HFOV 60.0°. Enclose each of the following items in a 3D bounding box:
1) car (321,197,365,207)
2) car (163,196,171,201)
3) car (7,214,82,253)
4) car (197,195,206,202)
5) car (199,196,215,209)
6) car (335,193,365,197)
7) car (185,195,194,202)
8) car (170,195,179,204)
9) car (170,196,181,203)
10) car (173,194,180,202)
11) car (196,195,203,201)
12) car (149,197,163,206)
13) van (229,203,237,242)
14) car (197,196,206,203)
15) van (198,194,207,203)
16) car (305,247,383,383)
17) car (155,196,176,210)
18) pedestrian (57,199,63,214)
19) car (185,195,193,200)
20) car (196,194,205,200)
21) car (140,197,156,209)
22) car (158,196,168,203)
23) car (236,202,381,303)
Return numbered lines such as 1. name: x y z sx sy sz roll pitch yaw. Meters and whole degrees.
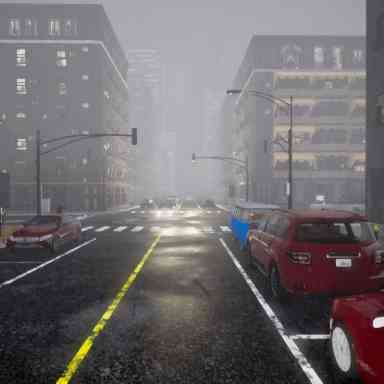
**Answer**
1. car: 13.374 1.369 30.728 4.718 1.301 1.895 -1 0 -1
2. car: -6.405 1.611 84.695 1.802 1.307 4.206 0 0 0
3. car: -5.807 1.581 13.628 1.802 1.307 4.206 0 0 0
4. car: 2.255 1.573 51.614 1.947 1.339 4.313 0 0 0
5. car: 2.301 1.586 46.091 1.802 1.307 4.206 0 0 0
6. car: 15.484 1.032 33.340 5.009 1.841 2.192 -1 1 -1
7. car: -0.631 1.539 75.523 1.812 1.442 4.674 0 0 0
8. car: -3.537 1.572 53.061 1.994 1.385 4.181 0 0 -1
9. car: -3.614 1.561 73.648 2.033 1.411 5.357 0 0 0
10. car: -3.581 1.366 63.111 2.097 1.767 4.553 0 0 0
11. car: 1.927 1.560 90.446 1.752 1.417 4.829 0 0 0
12. car: -6.172 1.576 57.079 1.947 1.339 4.313 0 0 0
13. van: 2.572 1.340 13.697 1.690 1.788 3.998 0 0 0
14. car: 2.069 1.587 73.707 1.947 1.339 4.313 0 0 0
15. van: 2.114 1.358 68.184 1.690 1.788 3.998 0 0 0
16. car: 2.667 1.544 2.642 1.887 1.381 4.507 0 0 0
17. car: -3.448 1.604 43.972 1.895 1.301 4.718 0 0 -1
18. pedestrian: -7.496 1.292 18.827 0.375 1.860 0.375 0 0 0
19. car: -0.714 1.458 85.558 1.895 1.301 4.718 0 0 0
20. car: 2.162 1.558 62.660 1.887 1.381 4.507 0 0 0
21. car: -6.080 1.570 46.032 1.947 1.339 4.313 0 0 0
22. car: -6.312 1.566 73.649 1.887 1.381 4.507 0 0 0
23. car: 2.618 1.314 8.170 2.192 1.841 5.009 0 0 0
